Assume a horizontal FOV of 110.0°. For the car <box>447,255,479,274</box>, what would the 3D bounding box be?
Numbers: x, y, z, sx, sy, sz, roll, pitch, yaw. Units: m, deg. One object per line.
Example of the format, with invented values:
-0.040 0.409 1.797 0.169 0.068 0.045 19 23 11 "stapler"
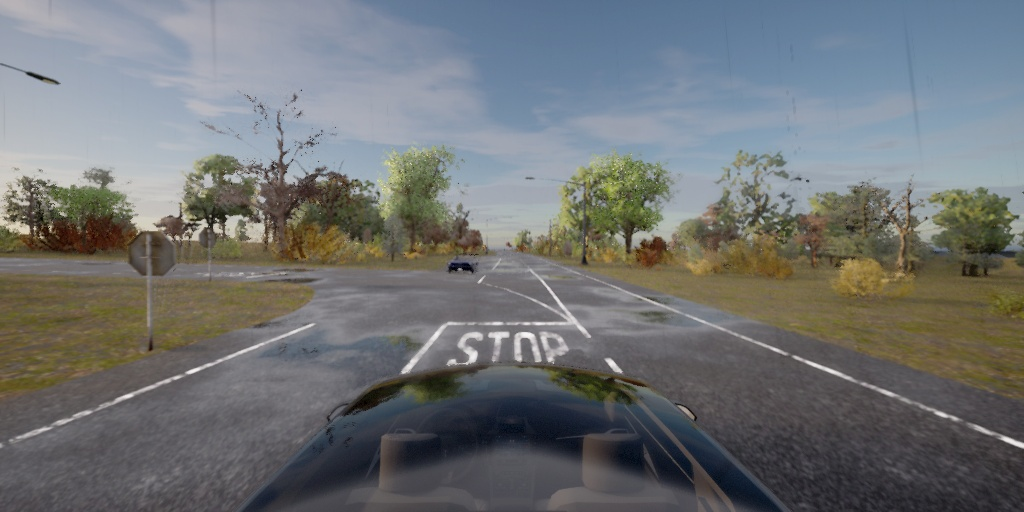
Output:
-3.519 0.608 26.384 1.895 1.301 4.718 1 -1 0 "car"
